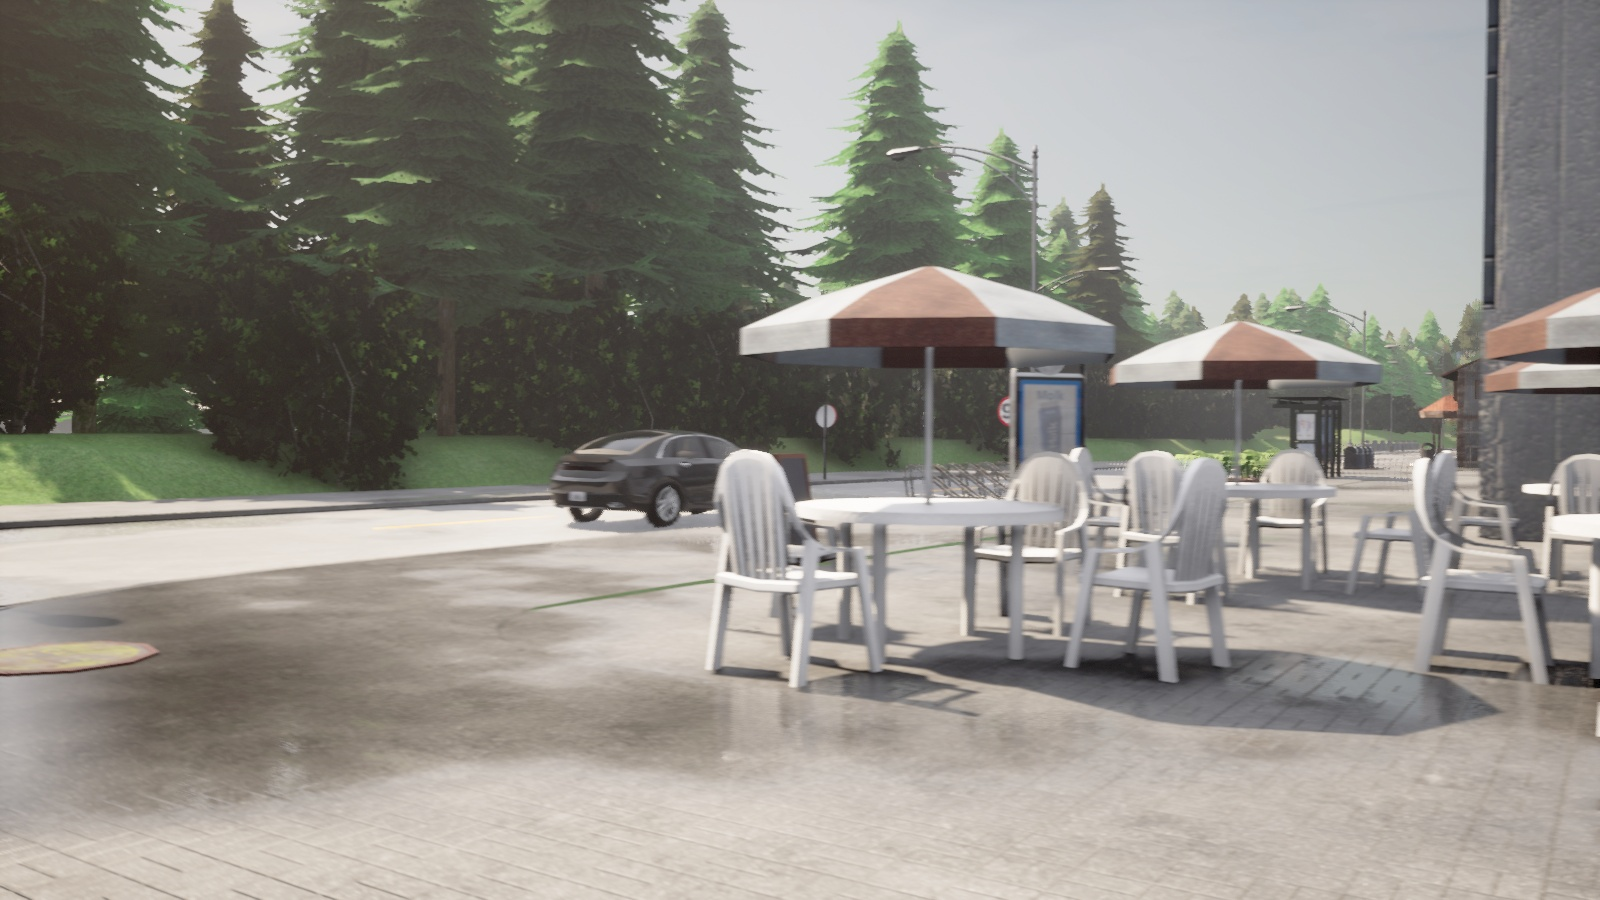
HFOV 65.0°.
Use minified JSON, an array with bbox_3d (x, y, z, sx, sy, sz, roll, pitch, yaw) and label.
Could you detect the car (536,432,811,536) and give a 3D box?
[{"bbox_3d":[-1.938,0.469,20.905,1.837,1.490,4.892,0,1,34],"label":"car"}]
